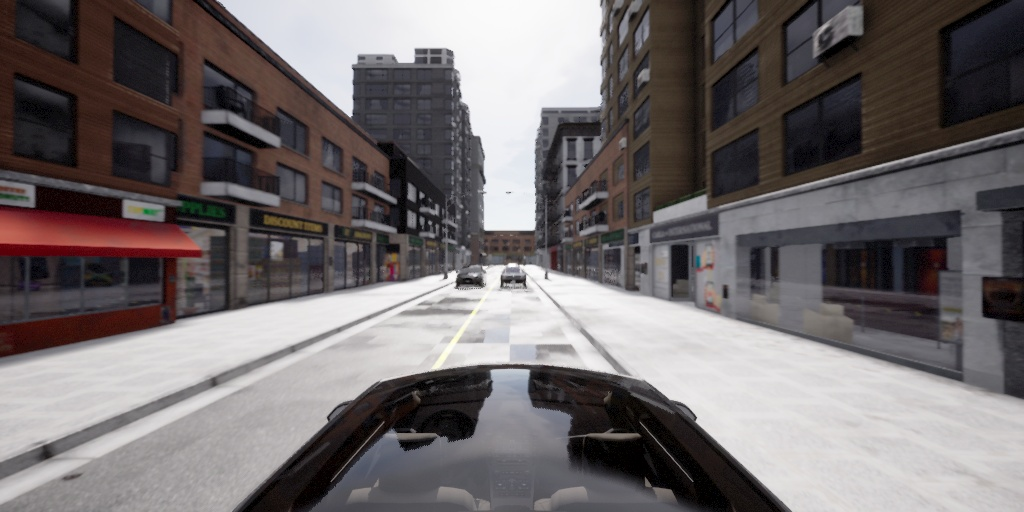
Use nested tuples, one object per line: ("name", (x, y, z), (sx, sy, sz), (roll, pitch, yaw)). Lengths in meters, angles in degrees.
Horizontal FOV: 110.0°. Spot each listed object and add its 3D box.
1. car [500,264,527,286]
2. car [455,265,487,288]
("car", (0.095, 1.505, 26.900), (1.895, 1.301, 4.718), (0, 0, 0))
("car", (-2.834, 1.399, 25.498), (1.837, 1.490, 4.892), (0, 0, 0))
